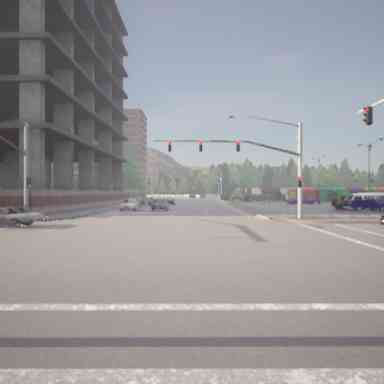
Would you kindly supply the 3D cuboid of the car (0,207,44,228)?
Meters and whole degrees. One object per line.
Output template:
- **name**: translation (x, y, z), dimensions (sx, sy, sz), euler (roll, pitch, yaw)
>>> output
- **car**: translation (-12.385, 1.654, 21.672), dimensions (4.718, 1.301, 1.895), euler (-1, 0, 0)

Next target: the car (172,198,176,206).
- **car**: translation (-3.669, 1.617, 54.054), dimensions (1.895, 1.301, 4.718), euler (0, 0, 0)

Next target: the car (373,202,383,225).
- **car**: translation (14.859, 1.563, 21.459), dimensions (5.008, 1.535, 1.882), euler (-1, 0, 0)

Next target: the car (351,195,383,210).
- **car**: translation (25.179, 1.465, 46.910), dimensions (3.806, 1.475, 1.970), euler (0, 0, 1)

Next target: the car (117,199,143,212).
- **car**: translation (-7.247, 1.537, 38.859), dimensions (1.812, 1.442, 4.674), euler (0, 0, 0)

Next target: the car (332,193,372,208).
- **car**: translation (25.193, 1.225, 52.488), dimensions (4.605, 1.855, 1.932), euler (0, 0, 1)

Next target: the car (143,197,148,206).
- **car**: translation (-7.168, 1.507, 53.977), dimensions (2.128, 1.511, 4.902), euler (0, 0, 0)

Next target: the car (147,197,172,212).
- **car**: translation (-3.746, 1.516, 39.082), dimensions (1.837, 1.490, 4.892), euler (0, 0, 0)

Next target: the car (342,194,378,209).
- **car**: translation (25.213, 1.434, 49.805), dimensions (3.905, 1.438, 1.784), euler (0, 0, 1)
